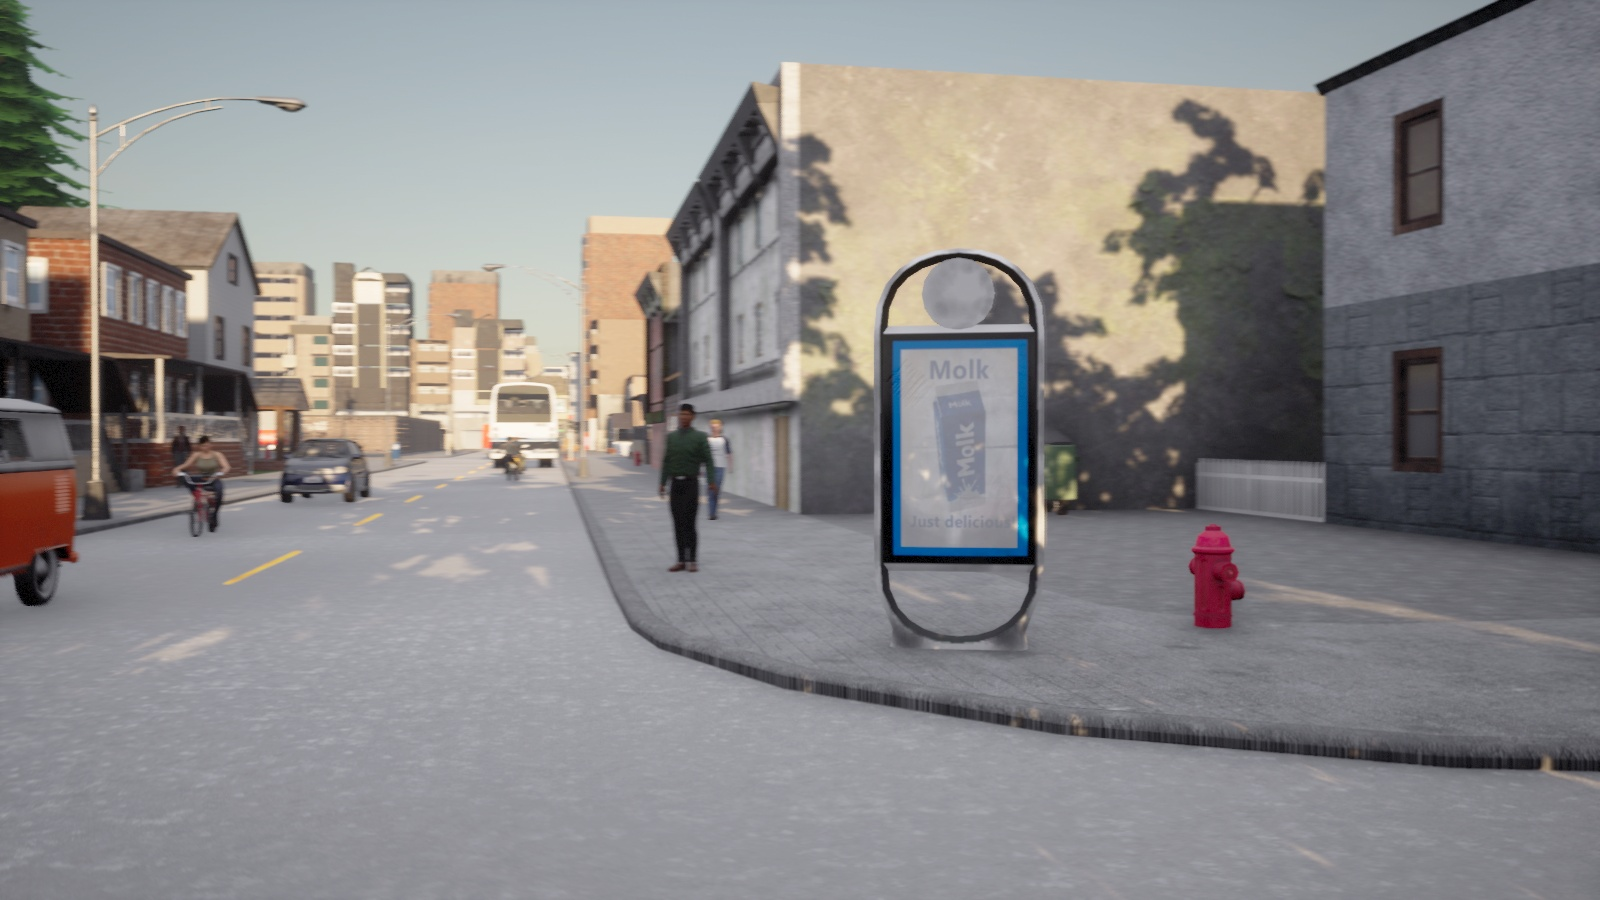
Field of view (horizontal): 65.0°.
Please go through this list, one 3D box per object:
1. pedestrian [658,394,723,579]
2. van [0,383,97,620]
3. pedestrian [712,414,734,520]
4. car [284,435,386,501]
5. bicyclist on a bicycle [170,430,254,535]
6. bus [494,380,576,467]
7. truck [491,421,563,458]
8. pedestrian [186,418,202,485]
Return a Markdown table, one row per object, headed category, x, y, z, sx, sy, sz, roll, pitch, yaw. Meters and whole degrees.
| category | x | y | z | sx | sy | sz | roll | pitch | yaw |
| --- | --- | --- | --- | --- | --- | --- | --- | --- | --- |
| pedestrian | -1.186 | 0.382 | 13.705 | 0.423 | 1.949 | 0.788 | 1 | 1 | 18 |
| van | -7.583 | 0.429 | 10.379 | 1.775 | 1.987 | 4.442 | 0 | 1 | -11 |
| pedestrian | -1.358 | 0.288 | 22.192 | 0.354 | 1.836 | 0.706 | 0 | 1 | -2 |
| car | -11.545 | 0.405 | 31.366 | 1.789 | 1.549 | 3.705 | 0 | 1 | -11 |
| bicyclist on a bicycle | -9.439 | 0.496 | 20.212 | 0.866 | 1.612 | 1.509 | 0 | 1 | -11 |
| bus | -14.136 | -1.353 | 66.824 | 3.944 | 4.253 | 10.273 | 0 | 1 | -12 |
| truck | -19.520 | -0.750 | 90.043 | 2.627 | 2.467 | 5.204 | 2 | 1 | 19 |
| pedestrian | -17.732 | 0.045 | 36.760 | 0.402 | 1.930 | 0.666 | 0 | 1 | -28 |
